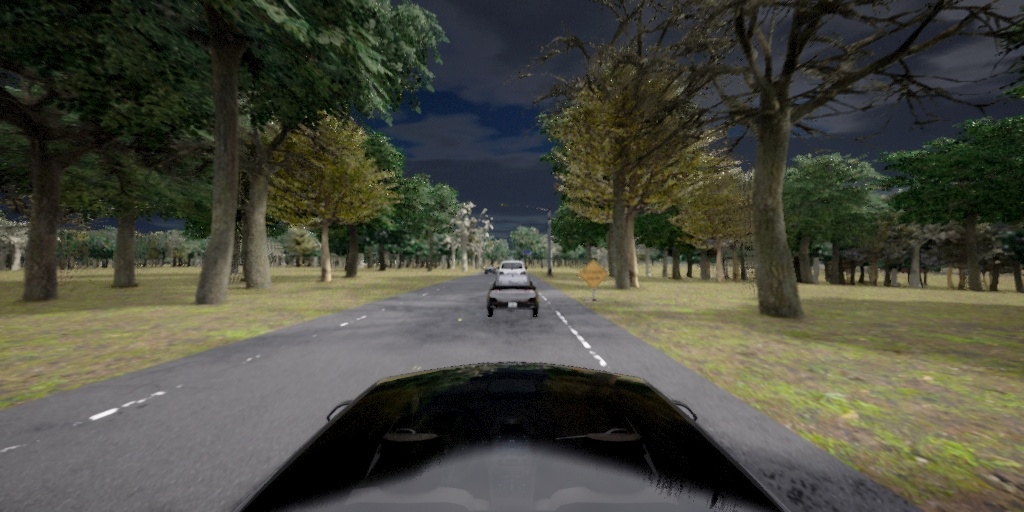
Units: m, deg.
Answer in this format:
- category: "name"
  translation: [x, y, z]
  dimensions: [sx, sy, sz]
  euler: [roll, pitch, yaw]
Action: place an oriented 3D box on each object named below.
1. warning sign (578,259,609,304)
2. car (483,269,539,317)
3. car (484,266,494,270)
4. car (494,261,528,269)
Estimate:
- category: "warning sign"
  translation: [3.552, 1.079, 15.550]
  dimensions: [1.300, 1.860, 1.060]
  euler: [0, 0, 0]
- category: "car"
  translation: [0.044, 1.434, 14.215]
  dimensions: [2.128, 1.511, 4.902]
  euler: [0, -1, 1]
- category: "car"
  translation: [-3.549, 2.366, 58.611]
  dimensions: [2.033, 1.411, 5.357]
  euler: [0, -1, 1]
- category: "car"
  translation: [0.032, 1.410, 28.097]
  dimensions: [2.150, 2.045, 5.566]
  euler: [0, -1, 0]
